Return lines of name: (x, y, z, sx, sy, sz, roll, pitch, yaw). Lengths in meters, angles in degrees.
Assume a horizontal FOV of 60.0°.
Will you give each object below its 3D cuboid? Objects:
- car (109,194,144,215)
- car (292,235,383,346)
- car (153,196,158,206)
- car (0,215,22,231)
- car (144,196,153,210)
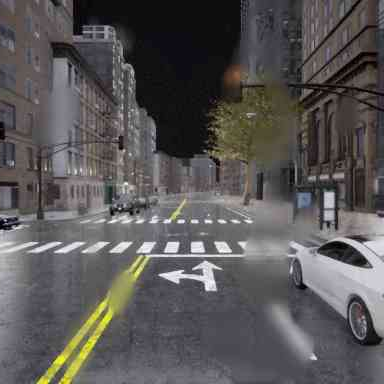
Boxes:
car: (-6.601, 1.198, 33.322, 2.150, 2.045, 5.566, 0, 0, 1)
car: (3.344, 1.524, 6.212, 1.812, 1.442, 4.674, 0, 0, 0)
car: (-6.639, 1.421, 53.751, 2.128, 1.511, 4.902, 0, 0, 0)
car: (-11.989, 1.568, 18.122, 4.718, 1.301, 1.895, 0, 0, -4)
car: (-6.638, 1.437, 43.433, 1.882, 1.535, 5.008, 0, 0, 0)
